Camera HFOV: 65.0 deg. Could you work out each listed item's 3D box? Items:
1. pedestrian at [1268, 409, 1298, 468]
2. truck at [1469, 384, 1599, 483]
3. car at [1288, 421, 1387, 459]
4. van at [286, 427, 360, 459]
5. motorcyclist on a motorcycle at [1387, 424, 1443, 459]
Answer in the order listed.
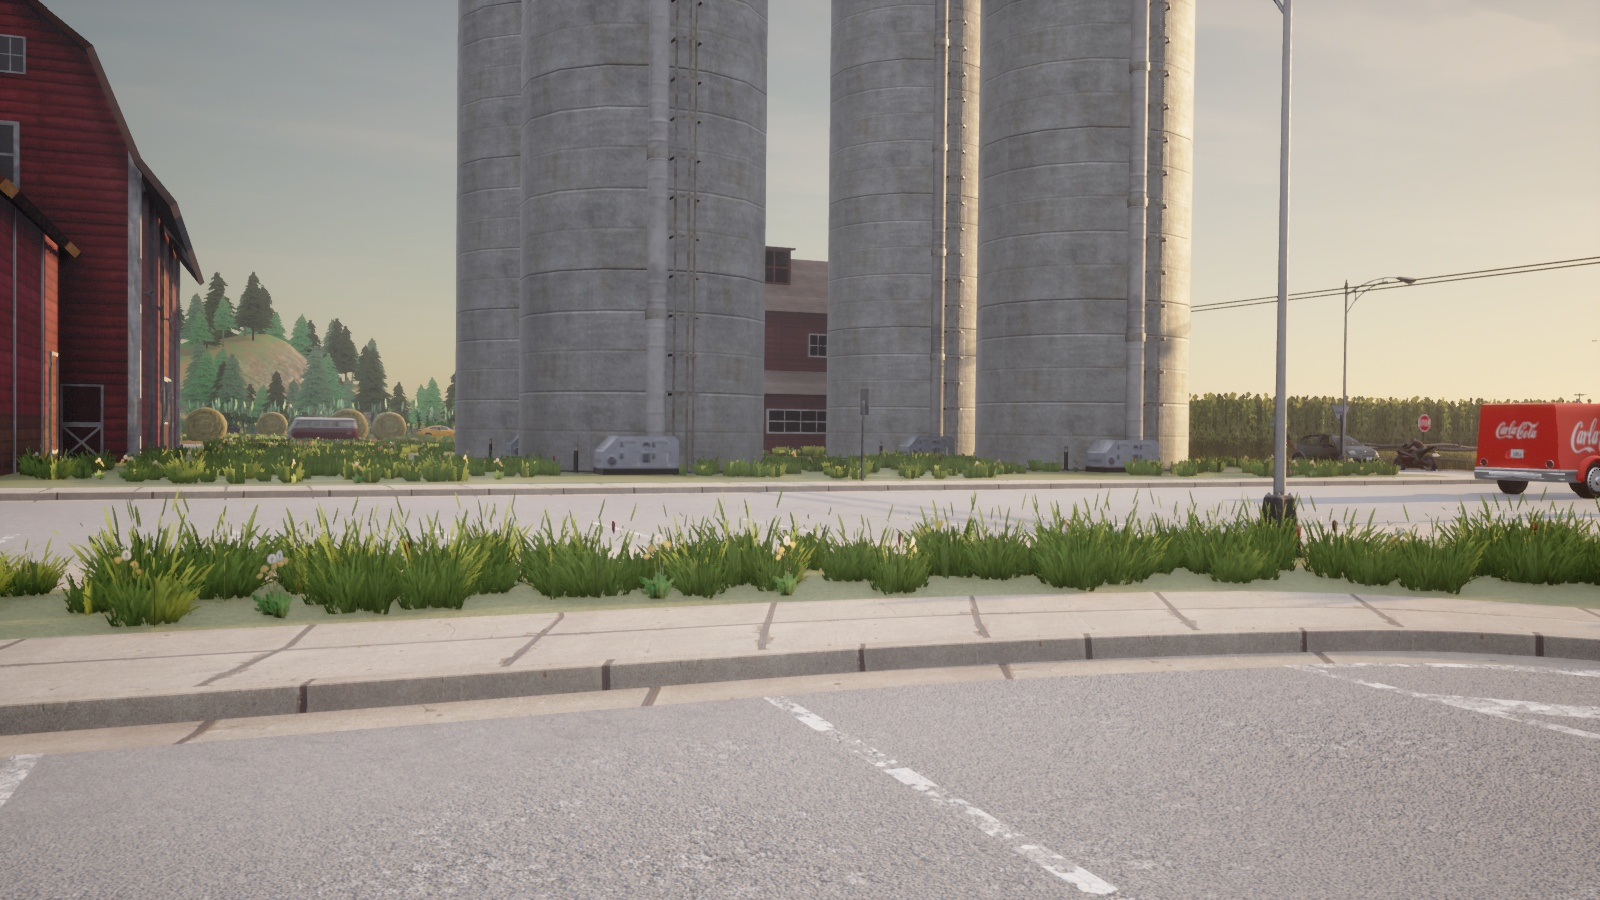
[{"bbox_3d":[15.368,-0.363,39.954,0.694,1.848,0.540,-1,1,-14],"label":"pedestrian"},{"bbox_3d":[20.824,-0.459,33.489,5.204,2.467,2.627,-1,1,-24],"label":"truck"},{"bbox_3d":[23.730,-0.465,55.622,1.851,1.617,3.988,-1,1,-18],"label":"car"},{"bbox_3d":[-31.483,-0.484,82.859,4.442,1.987,1.775,-1,1,-24],"label":"van"},{"bbox_3d":[27.320,-0.371,55.852,0.866,1.530,2.191,-1,1,-23],"label":"motorcyclist on a motorcycle"}]
